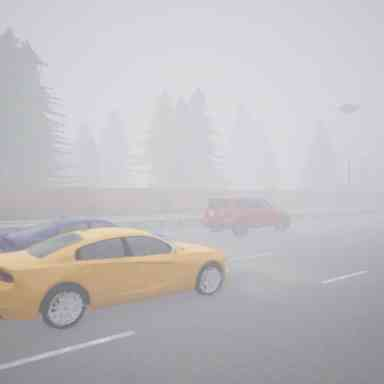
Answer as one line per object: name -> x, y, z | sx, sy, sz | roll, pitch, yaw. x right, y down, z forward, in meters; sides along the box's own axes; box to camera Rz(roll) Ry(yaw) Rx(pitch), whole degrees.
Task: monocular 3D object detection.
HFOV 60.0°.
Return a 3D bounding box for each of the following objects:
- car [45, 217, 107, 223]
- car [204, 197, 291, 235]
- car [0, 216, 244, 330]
car -> -3.064, 1.492, 10.164 | 5.008, 1.535, 1.882 | 0, 0, -36
car -> 3.200, 1.285, 18.939 | 5.566, 2.045, 2.150 | 0, 0, -36
car -> -1.436, 1.490, 7.027 | 5.008, 1.535, 1.882 | 0, 0, -36
